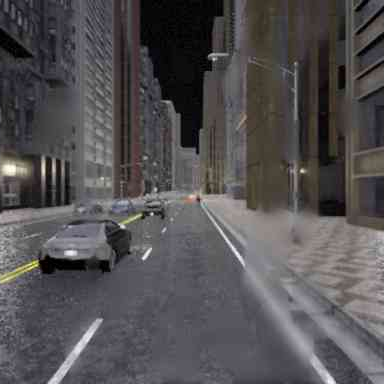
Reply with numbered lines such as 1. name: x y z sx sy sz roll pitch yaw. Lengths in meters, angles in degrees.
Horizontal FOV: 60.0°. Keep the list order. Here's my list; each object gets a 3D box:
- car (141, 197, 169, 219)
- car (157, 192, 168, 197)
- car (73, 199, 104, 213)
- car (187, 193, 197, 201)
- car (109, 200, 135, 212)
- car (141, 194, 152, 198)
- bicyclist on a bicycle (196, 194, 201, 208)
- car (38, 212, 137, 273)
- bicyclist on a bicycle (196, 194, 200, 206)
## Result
1. car: -3.142 1.464 28.537 1.837 1.490 4.892 0 0 0
2. car: -6.481 0.933 73.003 2.150 2.045 5.566 0 0 0
3. car: -9.827 1.445 31.851 2.128 1.511 4.902 0 0 0
4. car: 0.020 1.103 77.336 2.097 1.767 4.553 0 0 0
5. car: -6.579 1.479 31.772 1.812 1.442 4.674 0 0 0
6. car: -9.732 1.102 71.570 1.812 1.442 4.674 0 0 0
7. bicyclist on a bicycle: 0.905 1.299 43.699 0.659 1.776 1.843 0 0 0
8. car: -3.145 1.553 10.636 1.994 1.385 4.181 0 0 0
9. bicyclist on a bicycle: 0.907 1.267 52.696 0.659 1.776 1.843 0 0 0
